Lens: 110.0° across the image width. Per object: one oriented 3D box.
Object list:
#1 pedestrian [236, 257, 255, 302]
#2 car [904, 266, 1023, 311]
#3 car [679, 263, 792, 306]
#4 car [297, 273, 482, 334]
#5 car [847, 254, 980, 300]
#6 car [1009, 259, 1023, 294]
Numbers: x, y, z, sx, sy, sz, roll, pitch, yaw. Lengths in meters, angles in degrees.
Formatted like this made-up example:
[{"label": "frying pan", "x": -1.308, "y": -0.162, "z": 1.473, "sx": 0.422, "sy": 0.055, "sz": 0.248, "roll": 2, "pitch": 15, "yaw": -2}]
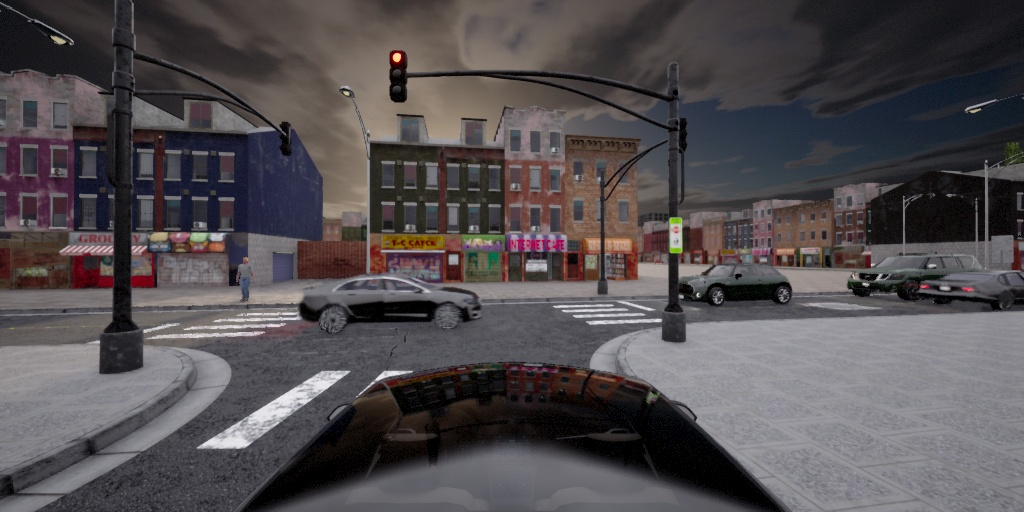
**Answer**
[{"label": "pedestrian", "x": -11.105, "y": 0.945, "z": 14.964, "sx": 0.375, "sy": 1.860, "sz": 0.375, "roll": 0, "pitch": 0, "yaw": -9}, {"label": "car", "x": 18.510, "y": 1.238, "z": 13.672, "sx": 5.357, "sy": 1.411, "sz": 2.033, "roll": 0, "pitch": 0, "yaw": -9}, {"label": "car", "x": 9.178, "y": 1.083, "z": 15.164, "sx": 4.553, "sy": 1.767, "sz": 2.097, "roll": 0, "pitch": 0, "yaw": -10}, {"label": "car", "x": -3.334, "y": 1.247, "z": 10.245, "sx": 4.902, "sy": 1.511, "sz": 2.128, "roll": 0, "pitch": 0, "yaw": -9}, {"label": "car", "x": 18.779, "y": 0.928, "z": 16.698, "sx": 5.566, "sy": 2.045, "sz": 2.150, "roll": 0, "pitch": 0, "yaw": -9}, {"label": "car", "x": 28.627, "y": 1.034, "z": 18.197, "sx": 4.553, "sy": 1.767, "sz": 2.097, "roll": 0, "pitch": 0, "yaw": -8}]
